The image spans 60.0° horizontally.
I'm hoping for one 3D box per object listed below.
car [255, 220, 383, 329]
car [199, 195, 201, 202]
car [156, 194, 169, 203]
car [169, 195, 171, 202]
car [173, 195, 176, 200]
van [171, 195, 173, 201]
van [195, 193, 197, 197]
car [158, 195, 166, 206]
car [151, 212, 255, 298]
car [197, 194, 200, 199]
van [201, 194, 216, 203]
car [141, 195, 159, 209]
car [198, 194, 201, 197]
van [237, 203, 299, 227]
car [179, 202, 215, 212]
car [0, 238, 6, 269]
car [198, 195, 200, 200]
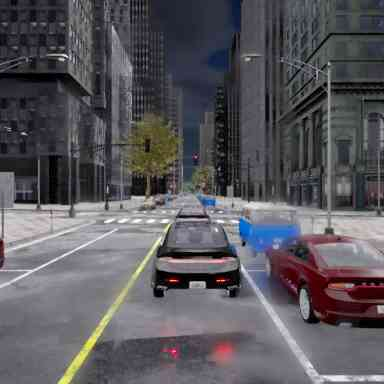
[{"bbox_3d":[2.764,1.545,6.991,1.887,1.381,4.507,0,0,0],"label":"car"},{"bbox_3d":[2.648,1.595,55.914,1.947,1.339,4.313,0,0,0],"label":"car"},{"bbox_3d":[-5.887,1.349,60.954,2.192,1.841,5.009,0,0,0],"label":"car"},{"bbox_3d":[-5.899,1.591,66.243,2.008,1.369,4.403,0,0,0],"label":"car"},{"bbox_3d":[-5.943,1.635,87.398,1.947,1.339,4.313,0,0,0],"label":"car"},{"bbox_3d":[-5.920,1.395,76.821,1.690,1.788,3.998,0,0,0],"label":"van"},{"bbox_3d":[2.569,1.420,93.807,1.690,1.788,3.998,0,0,0],"label":"van"},{"bbox_3d":[-5.876,1.573,55.665,1.887,1.381,4.507,0,0,0],"label":"car"},{"bbox_3d":[0.083,1.492,8.527,2.128,1.511,4.902,0,0,0],"label":"car"},{"bbox_3d":[2.614,1.598,72.153,2.008,1.369,4.403,0,0,0],"label":"car"},{"bbox_3d":[2.660,1.365,50.501,1.690,1.788,3.998,0,0,0],"label":"van"},{"bbox_3d":[-5.860,1.544,44.915,1.752,1.417,4.829,0,0,0],"label":"car"},{"bbox_3d":[2.625,1.622,66.741,1.802,1.307,4.206,0,0,0],"label":"car"},{"bbox_3d":[2.754,1.343,12.516,1.690,1.788,3.998,0,0,0],"label":"van"},{"bbox_3d":[0.048,1.495,17.913,2.128,1.511,4.902,0,0,1],"label":"car"},{"bbox_3d":[-5.791,1.545,6.991,1.887,1.381,4.507,0,0,0],"label":"car"},{"bbox_3d":[2.637,1.579,61.327,1.887,1.381,4.507,0,0,0],"label":"car"}]
